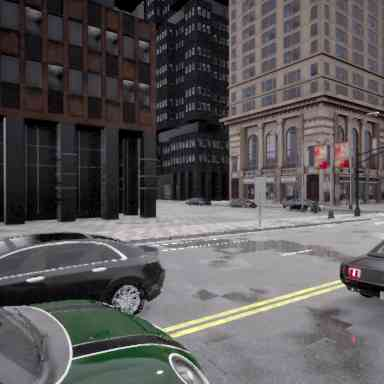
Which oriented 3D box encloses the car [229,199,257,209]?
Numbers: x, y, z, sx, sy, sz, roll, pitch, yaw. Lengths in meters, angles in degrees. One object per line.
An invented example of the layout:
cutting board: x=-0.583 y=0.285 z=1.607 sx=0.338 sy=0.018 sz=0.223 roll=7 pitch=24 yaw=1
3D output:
car: x=7.050 y=1.600 z=46.215 sx=1.994 sy=1.385 sz=4.181 roll=0 pitch=0 yaw=-36

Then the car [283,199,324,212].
car: x=12.716 y=1.517 z=38.213 sx=2.128 sy=1.511 sz=4.902 roll=0 pitch=0 yaw=-35

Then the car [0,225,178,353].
car: x=-2.791 y=1.506 z=5.685 sx=4.892 sy=1.490 sz=1.837 roll=0 pitch=0 yaw=-36

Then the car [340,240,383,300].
car: x=5.347 y=1.600 z=7.255 sx=4.718 sy=1.301 sz=1.895 roll=0 pitch=0 yaw=-35

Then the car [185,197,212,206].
car: x=0.986 y=1.597 z=54.809 sx=2.033 sy=1.411 sz=5.357 roll=0 pitch=0 yaw=-36

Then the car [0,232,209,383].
car: x=-1.997 y=1.352 z=2.014 sx=4.553 sy=1.767 sz=2.097 roll=0 pitch=0 yaw=-35
